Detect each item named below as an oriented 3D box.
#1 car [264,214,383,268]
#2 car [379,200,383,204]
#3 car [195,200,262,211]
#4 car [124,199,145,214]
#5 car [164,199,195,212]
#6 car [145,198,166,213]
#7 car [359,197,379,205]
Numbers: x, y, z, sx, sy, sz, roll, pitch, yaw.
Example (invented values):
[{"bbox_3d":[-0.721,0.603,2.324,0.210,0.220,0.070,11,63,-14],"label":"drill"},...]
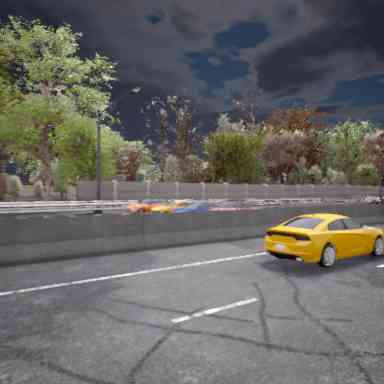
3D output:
[{"bbox_3d":[4.661,1.489,11.372,5.008,1.535,1.882,0,0,-35],"label":"car"},{"bbox_3d":[32.236,1.583,52.702,5.008,1.535,1.882,0,0,-35],"label":"car"},{"bbox_3d":[2.845,1.370,23.218,4.553,1.767,2.097,0,0,-35],"label":"car"},{"bbox_3d":[-3.919,1.368,30.724,4.553,1.767,2.097,0,0,-38],"label":"car"},{"bbox_3d":[0.637,1.495,25.943,5.008,1.535,1.882,0,0,-35],"label":"car"},{"bbox_3d":[-1.210,1.496,28.923,5.008,1.535,1.882,0,0,-35],"label":"car"},{"bbox_3d":[29.639,1.629,55.147,4.674,1.442,1.812,0,0,-35],"label":"car"}]
